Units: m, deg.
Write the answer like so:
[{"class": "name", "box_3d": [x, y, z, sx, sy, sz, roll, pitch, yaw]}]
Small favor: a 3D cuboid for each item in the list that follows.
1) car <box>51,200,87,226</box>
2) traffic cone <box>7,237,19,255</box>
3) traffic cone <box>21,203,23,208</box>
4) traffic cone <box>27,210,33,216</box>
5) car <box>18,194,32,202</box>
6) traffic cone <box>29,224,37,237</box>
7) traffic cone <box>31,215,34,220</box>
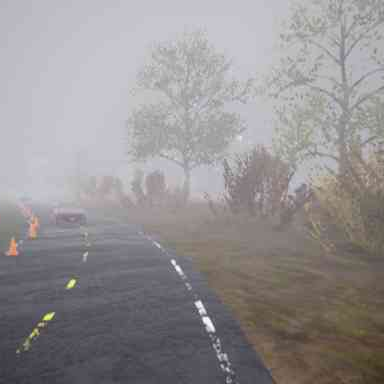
[{"class": "car", "box_3d": [-8.434, 1.352, 22.592, 1.882, 1.535, 5.008, 0, 0, -27]}, {"class": "traffic cone", "box_3d": [-6.268, 1.887, 11.645, 0.340, 0.580, 0.340, 0, 0, -15]}, {"class": "traffic cone", "box_3d": [-19.185, 1.719, 37.978, 0.340, 0.580, 0.340, 0, 0, -29]}, {"class": "traffic cone", "box_3d": [-11.923, 1.807, 24.854, 0.340, 0.580, 0.340, 0, 0, -29]}, {"class": "car", "box_3d": [-32.393, 1.048, 64.329, 1.882, 1.535, 5.008, 0, 0, -32]}, {"class": "traffic cone", "box_3d": [-7.740, 1.861, 16.180, 0.340, 0.580, 0.340, 0, 0, -21]}, {"class": "traffic cone", "box_3d": [-9.626, 1.835, 20.559, 0.340, 0.580, 0.340, 0, 0, -26]}]
